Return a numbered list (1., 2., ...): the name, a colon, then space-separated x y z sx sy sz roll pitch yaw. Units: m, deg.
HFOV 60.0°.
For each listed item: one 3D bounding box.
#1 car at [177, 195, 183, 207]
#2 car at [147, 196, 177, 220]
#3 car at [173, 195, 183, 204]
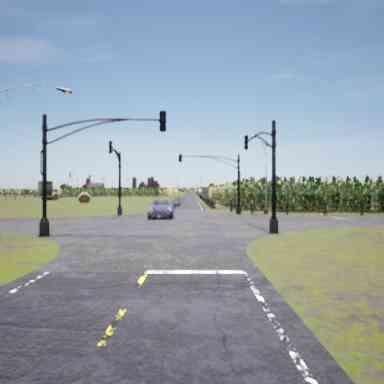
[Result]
1. car: -2.800 1.600 50.262 1.994 1.385 4.181 0 1 0
2. car: -2.618 1.360 28.517 2.097 1.767 4.553 0 0 -1
3. car: -2.796 1.485 67.187 1.837 1.490 4.892 0 1 0
